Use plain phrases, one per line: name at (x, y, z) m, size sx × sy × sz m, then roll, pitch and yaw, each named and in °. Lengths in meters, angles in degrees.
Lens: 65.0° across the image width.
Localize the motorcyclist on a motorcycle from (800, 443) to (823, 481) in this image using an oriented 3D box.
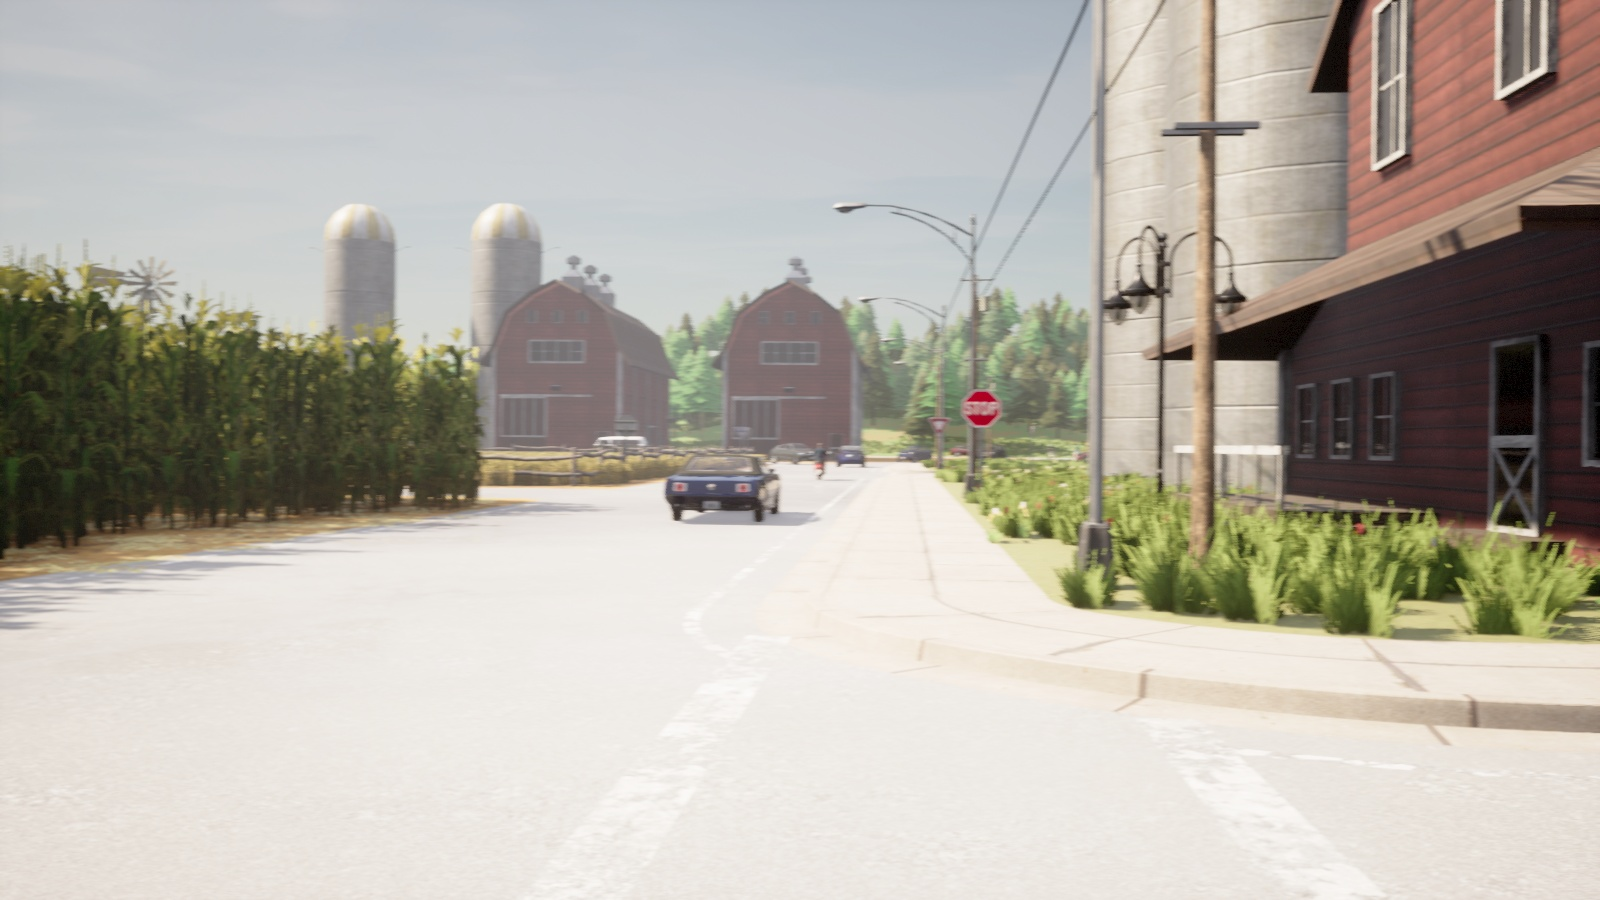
motorcyclist on a motorcycle at (0.511, 0.501, 53.932) m, size 0.866 × 1.590 × 1.817 m, roll 0°, pitch 0°, yaw 4°

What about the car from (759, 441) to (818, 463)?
car at (-0.913, 0.149, 95.224) m, size 2.152 × 1.651 × 5.027 m, roll 0°, pitch 0°, yaw -32°

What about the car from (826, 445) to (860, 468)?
car at (3.036, 0.431, 87.040) m, size 2.163 × 1.488 × 4.792 m, roll 0°, pitch 0°, yaw 4°

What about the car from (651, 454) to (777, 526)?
car at (-1.655, 0.747, 25.823) m, size 1.895 × 1.301 × 4.718 m, roll 0°, pitch 0°, yaw 4°
